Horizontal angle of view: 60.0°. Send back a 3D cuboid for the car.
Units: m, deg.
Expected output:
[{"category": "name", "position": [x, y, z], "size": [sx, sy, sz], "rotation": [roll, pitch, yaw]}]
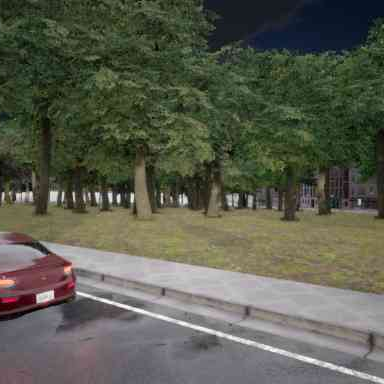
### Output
[{"category": "car", "position": [-4.221, 1.524, 6.726], "size": [4.674, 1.442, 1.812], "rotation": [0, 0, 36]}]
